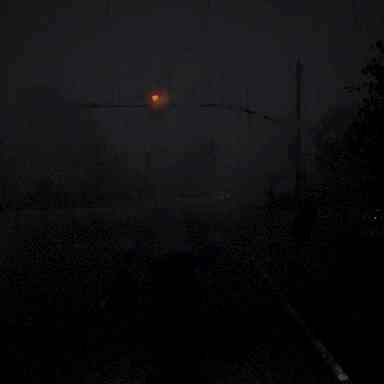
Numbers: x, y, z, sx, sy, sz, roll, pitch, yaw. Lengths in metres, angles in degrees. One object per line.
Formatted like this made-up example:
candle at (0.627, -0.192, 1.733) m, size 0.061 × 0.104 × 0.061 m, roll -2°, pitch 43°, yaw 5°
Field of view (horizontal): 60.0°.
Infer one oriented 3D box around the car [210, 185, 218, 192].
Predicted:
car at (4.720, -0.778, 71.100) m, size 1.837 × 1.490 × 4.892 m, roll 0°, pitch 5°, yaw 28°

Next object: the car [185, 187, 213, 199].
car at (1.274, 0.339, 55.021) m, size 2.033 × 1.411 × 5.357 m, roll 0°, pitch 3°, yaw 21°

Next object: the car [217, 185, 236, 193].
car at (7.551, -0.659, 68.988) m, size 1.994 × 1.385 × 4.181 m, roll 0°, pitch 5°, yaw 28°

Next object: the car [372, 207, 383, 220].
car at (12.971, 1.201, 18.986) m, size 4.892 × 1.490 × 1.837 m, roll 0°, pitch 1°, yaw 3°

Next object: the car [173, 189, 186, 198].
car at (-1.581, 0.208, 57.247) m, size 2.128 × 1.511 × 4.902 m, roll 0°, pitch 3°, yaw 21°
